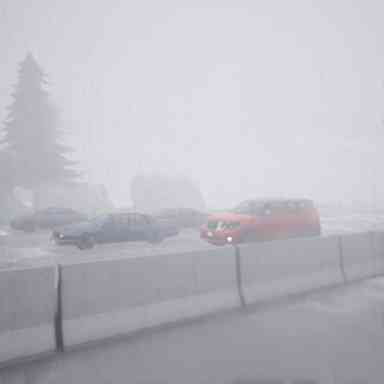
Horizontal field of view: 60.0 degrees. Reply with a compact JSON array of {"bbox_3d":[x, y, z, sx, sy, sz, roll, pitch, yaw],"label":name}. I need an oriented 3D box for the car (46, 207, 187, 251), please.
[{"bbox_3d":[-3.144,1.562,14.390,5.357,1.411,2.033,0,0,-33],"label":"car"}]

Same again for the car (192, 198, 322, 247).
[{"bbox_3d":[3.063,1.278,14.144,5.566,2.045,2.150,0,0,-31],"label":"car"}]

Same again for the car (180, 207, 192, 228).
[{"bbox_3d":[-1.140,1.589,19.790,5.357,1.411,2.033,0,0,-31],"label":"car"}]

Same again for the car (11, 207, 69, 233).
[{"bbox_3d":[-8.174,1.557,19.395,4.181,1.385,1.994,0,0,-33],"label":"car"}]
